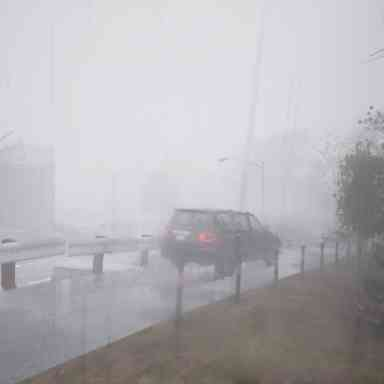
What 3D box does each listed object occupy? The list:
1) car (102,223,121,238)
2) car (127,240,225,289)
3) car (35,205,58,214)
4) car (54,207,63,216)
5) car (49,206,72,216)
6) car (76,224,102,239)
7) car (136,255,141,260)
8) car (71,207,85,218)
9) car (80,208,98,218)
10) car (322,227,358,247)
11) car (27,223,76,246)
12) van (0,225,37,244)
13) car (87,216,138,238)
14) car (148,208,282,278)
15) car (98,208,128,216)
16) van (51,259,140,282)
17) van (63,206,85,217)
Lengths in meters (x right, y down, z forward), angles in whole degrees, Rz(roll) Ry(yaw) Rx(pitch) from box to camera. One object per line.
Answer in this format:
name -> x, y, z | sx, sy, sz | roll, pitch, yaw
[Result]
car -> -10.677, 4.472, 35.931 | 4.792, 1.488, 2.163 | 0, 0, 17
car -> -0.930, 4.404, 20.781 | 5.566, 2.045, 2.435 | 1, 1, 17
car -> -32.133, 3.826, 73.436 | 2.185, 1.767, 4.553 | 1, 1, 19
car -> -25.107, 4.061, 67.782 | 2.097, 1.535, 5.008 | 1, 1, 19
car -> -27.477, 3.899, 69.624 | 2.185, 1.767, 4.553 | 0, 1, 19
car -> -12.460, 4.192, 33.561 | 5.566, 2.045, 2.435 | 0, 0, 17
car -> -2.699, 4.532, 18.360 | 4.553, 1.767, 2.185 | 2, 1, 17
car -> -20.424, 4.175, 64.028 | 2.002, 1.452, 4.674 | 0, 1, 19
car -> -18.011, 4.166, 62.336 | 1.946, 1.575, 5.366 | 0, 1, 19
car -> 11.491, 3.358, 25.487 | 1.895, 1.301, 4.718 | 1, -4, 35
car -> -14.247, 4.192, 31.202 | 5.566, 2.045, 2.435 | 0, 0, 17
van -> -16.173, 4.218, 28.875 | 4.442, 1.987, 1.878 | 0, 0, 17
car -> -8.946, 4.191, 38.280 | 5.566, 2.045, 2.435 | 0, 0, 17
car -> 1.279, 1.663, 11.929 | 2.150, 2.045, 5.566 | 1, -4, 37
car -> -13.363, 3.995, 58.388 | 2.435, 2.045, 5.566 | 1, 1, 18
van -> -4.437, 4.433, 15.935 | 4.442, 1.987, 1.878 | 1, 1, 17
van -> -22.800, 3.874, 65.787 | 1.878, 1.987, 4.442 | 1, 1, 19
